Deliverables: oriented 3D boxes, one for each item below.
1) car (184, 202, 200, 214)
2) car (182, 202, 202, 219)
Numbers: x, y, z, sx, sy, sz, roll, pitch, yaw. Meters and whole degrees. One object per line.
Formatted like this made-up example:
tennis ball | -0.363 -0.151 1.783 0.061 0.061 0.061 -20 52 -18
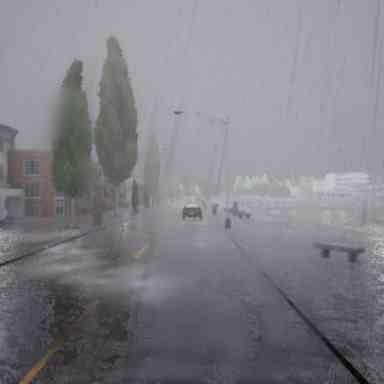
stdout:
car | 0.002 2.044 44.000 1.994 1.385 4.181 0 -1 0
car | 0.026 1.839 33.111 1.882 1.535 5.008 0 -1 0
